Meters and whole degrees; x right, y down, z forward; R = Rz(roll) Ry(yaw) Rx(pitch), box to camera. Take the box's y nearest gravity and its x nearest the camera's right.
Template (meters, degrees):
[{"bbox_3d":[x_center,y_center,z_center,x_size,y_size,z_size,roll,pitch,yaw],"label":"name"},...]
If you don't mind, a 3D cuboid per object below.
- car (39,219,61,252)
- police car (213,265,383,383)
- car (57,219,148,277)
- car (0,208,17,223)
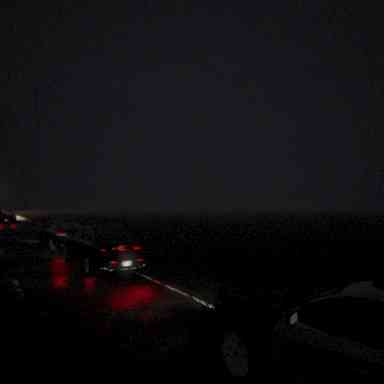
[{"bbox_3d":[-6.481,2.081,16.878,1.812,1.442,4.674,2,-3,-33],"label":"car"},{"bbox_3d":[2.133,1.609,3.515,1.930,1.638,5.238,2,-3,-33],"label":"police car"},{"bbox_3d":[-3.221,1.920,11.837,1.837,1.490,4.892,2,-3,-33],"label":"car"},{"bbox_3d":[-20.244,2.678,36.070,1.895,1.301,4.718,2,-3,-33],"label":"car"}]
